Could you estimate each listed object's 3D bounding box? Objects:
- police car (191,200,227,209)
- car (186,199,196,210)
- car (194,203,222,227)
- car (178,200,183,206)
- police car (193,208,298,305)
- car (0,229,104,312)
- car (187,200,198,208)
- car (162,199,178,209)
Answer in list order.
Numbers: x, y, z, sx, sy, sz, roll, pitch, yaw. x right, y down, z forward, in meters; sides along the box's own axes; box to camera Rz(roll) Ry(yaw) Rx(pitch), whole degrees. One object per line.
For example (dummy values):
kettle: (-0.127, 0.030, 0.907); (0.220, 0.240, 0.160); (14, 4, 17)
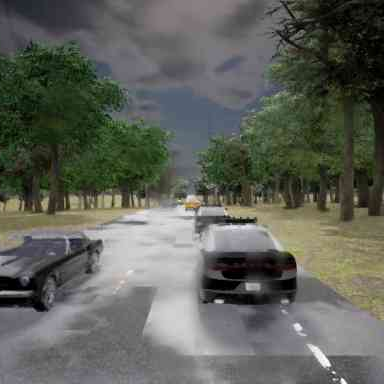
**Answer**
police car: (1.071, 1.474, 18.326); (1.930, 1.638, 5.238); (0, 0, 0)
car: (0.097, 1.737, 46.252); (1.882, 1.535, 5.008); (0, -1, 1)
car: (1.078, 1.607, 24.216); (1.812, 1.442, 4.674); (0, 0, 0)
car: (-3.402, 2.797, 85.361); (1.994, 1.385, 4.181); (0, -2, 0)
police car: (1.059, 1.436, 8.323); (1.930, 1.638, 5.238); (0, 0, 0)
car: (-3.591, 1.609, 7.851); (1.895, 1.301, 4.718); (0, 0, 0)
car: (0.070, 2.145, 60.743); (1.895, 1.301, 4.718); (0, -1, 0)
car: (-3.535, 1.851, 51.615); (1.837, 1.490, 4.892); (0, -1, 0)
